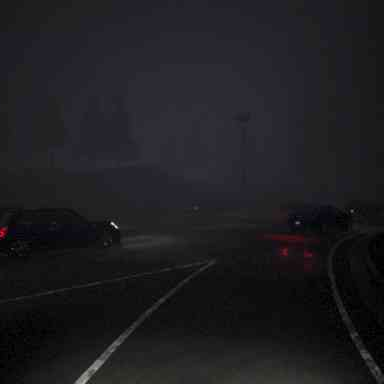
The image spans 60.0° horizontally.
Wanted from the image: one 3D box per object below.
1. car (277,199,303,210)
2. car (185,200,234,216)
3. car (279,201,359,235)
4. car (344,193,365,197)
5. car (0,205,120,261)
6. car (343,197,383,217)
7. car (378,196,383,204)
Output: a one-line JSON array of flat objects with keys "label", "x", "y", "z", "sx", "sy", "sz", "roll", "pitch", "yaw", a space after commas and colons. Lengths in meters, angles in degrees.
[{"label": "car", "x": 11.320, "y": 1.469, "z": 36.436, "sx": 5.008, "sy": 1.535, "sz": 1.882, "roll": 1, "pitch": 0, "yaw": -41}, {"label": "car", "x": 1.805, "y": 1.539, "z": 32.704, "sx": 5.357, "sy": 1.411, "sz": 2.033, "roll": 0, "pitch": 0, "yaw": -41}, {"label": "car", "x": 7.332, "y": 1.473, "z": 18.907, "sx": 5.008, "sy": 1.535, "sz": 1.882, "roll": 0, "pitch": 0, "yaw": -41}, {"label": "car", "x": 27.135, "y": 1.210, "z": 55.071, "sx": 5.566, "sy": 2.045, "sz": 2.150, "roll": 0, "pitch": 0, "yaw": -41}, {"label": "car", "x": -5.044, "y": 1.348, "z": 12.648, "sx": 4.553, "sy": 1.767, "sz": 2.097, "roll": 0, "pitch": 0, "yaw": -41}, {"label": "car", "x": 16.142, "y": 1.494, "z": 31.356, "sx": 4.892, "sy": 1.490, "sz": 1.837, "roll": 1, "pitch": -1, "yaw": -41}, {"label": "car", "x": 38.352, "y": 1.508, "z": 65.097, "sx": 4.674, "sy": 1.442, "sz": 1.812, "roll": 0, "pitch": 0, "yaw": -41}]
